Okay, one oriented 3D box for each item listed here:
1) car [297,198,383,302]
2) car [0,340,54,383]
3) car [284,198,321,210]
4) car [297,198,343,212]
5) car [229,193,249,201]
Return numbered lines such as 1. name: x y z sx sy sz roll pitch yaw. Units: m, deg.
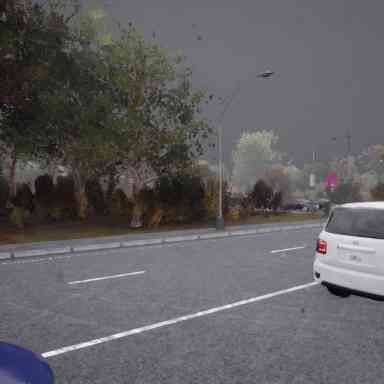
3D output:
1. car: 5.017 1.221 7.332 5.566 2.045 2.150 0 0 -35
2. car: -3.103 1.526 1.529 4.674 1.442 1.812 0 0 -36
3. car: 12.507 1.490 38.731 2.128 1.511 4.902 0 0 -33
4. car: 15.537 1.490 40.515 2.128 1.511 4.902 0 0 -32
5. car: 7.263 1.212 47.061 2.150 2.045 5.566 0 0 -32
